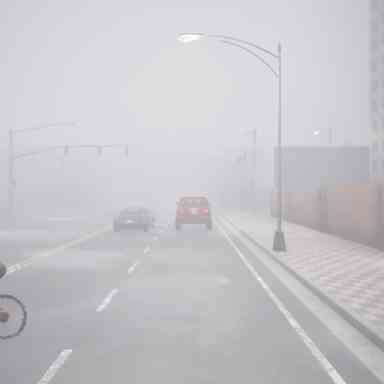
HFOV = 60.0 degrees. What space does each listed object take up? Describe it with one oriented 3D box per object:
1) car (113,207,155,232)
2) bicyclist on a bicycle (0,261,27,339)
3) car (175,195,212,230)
[{"bbox_3d":[-3.404,1.564,20.100,1.994,1.385,4.181,0,0,0],"label":"car"},{"bbox_3d":[-3.343,1.455,5.040,1.656,1.620,0.582,-2,0,0],"label":"bicyclist on a bicycle"},{"bbox_3d":[0.096,1.222,21.445,2.150,2.045,5.566,0,0,0],"label":"car"}]
